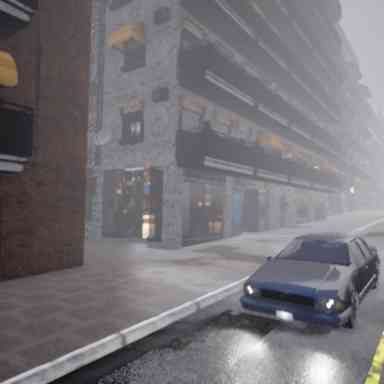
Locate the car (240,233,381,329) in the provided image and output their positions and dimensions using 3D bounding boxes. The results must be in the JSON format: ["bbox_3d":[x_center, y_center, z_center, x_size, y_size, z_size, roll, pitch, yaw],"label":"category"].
[{"bbox_3d":[3.087,1.694,7.659,2.033,1.411,5.357,-1,-1,36],"label":"car"}]
